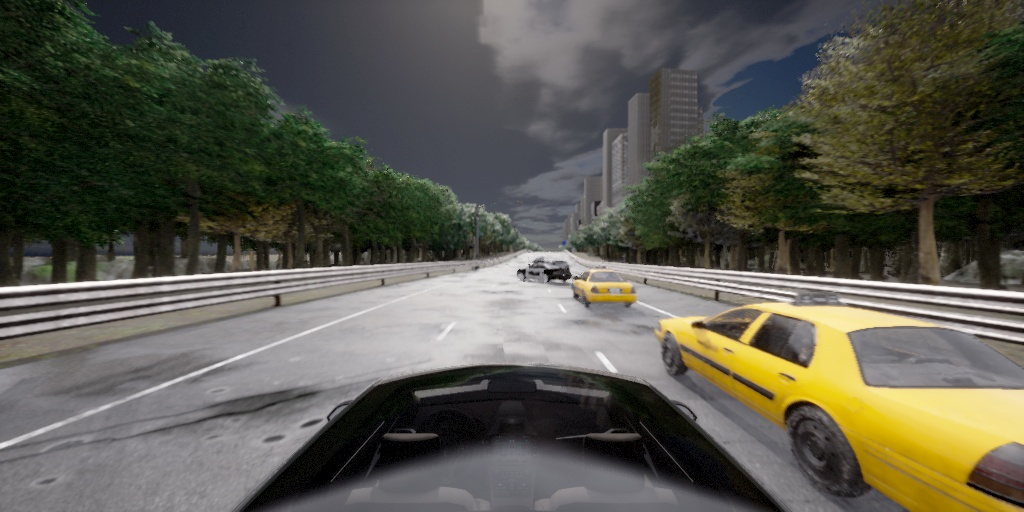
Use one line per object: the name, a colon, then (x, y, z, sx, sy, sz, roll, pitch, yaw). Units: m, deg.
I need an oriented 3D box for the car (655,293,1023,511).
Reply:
car: (3.490, 1.209, 4.406, 1.801, 1.575, 5.366, 0, 0, 0)

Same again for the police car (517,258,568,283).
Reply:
police car: (2.319, 1.199, 28.312, 1.930, 1.638, 5.238, 0, 0, -35)

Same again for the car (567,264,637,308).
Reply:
car: (3.688, 1.196, 15.175, 1.801, 1.575, 5.366, 0, 0, 2)
